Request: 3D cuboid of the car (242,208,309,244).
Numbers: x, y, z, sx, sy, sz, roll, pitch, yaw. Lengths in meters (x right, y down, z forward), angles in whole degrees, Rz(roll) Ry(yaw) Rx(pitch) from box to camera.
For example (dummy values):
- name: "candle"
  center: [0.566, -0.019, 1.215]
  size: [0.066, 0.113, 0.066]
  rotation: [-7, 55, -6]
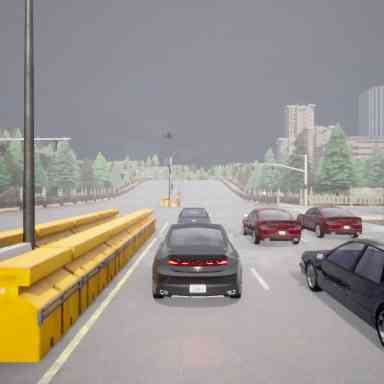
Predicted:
- name: "car"
  center: [3.598, 1.479, 15.728]
  size: [1.882, 1.535, 5.008]
  rotation: [0, 0, 0]

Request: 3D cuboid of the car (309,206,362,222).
- name: "car"
  center: [7.097, 1.479, 17.714]
  size: [1.882, 1.535, 5.008]
  rotation: [0, 0, 0]

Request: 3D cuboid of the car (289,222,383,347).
- name: "car"
  center: [3.594, 1.548, 5.902]
  size: [2.033, 1.411, 5.357]
  rotation: [0, 0, 0]

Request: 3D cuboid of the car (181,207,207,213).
- name: "car"
  center: [0.097, 1.549, 18.191]
  size: [2.033, 1.411, 5.357]
  rotation: [0, 0, 0]

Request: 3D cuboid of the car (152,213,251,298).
- name: "car"
  center: [0.101, 1.506, 8.460]
  size: [1.837, 1.490, 4.892]
  rotation: [0, 0, 0]
